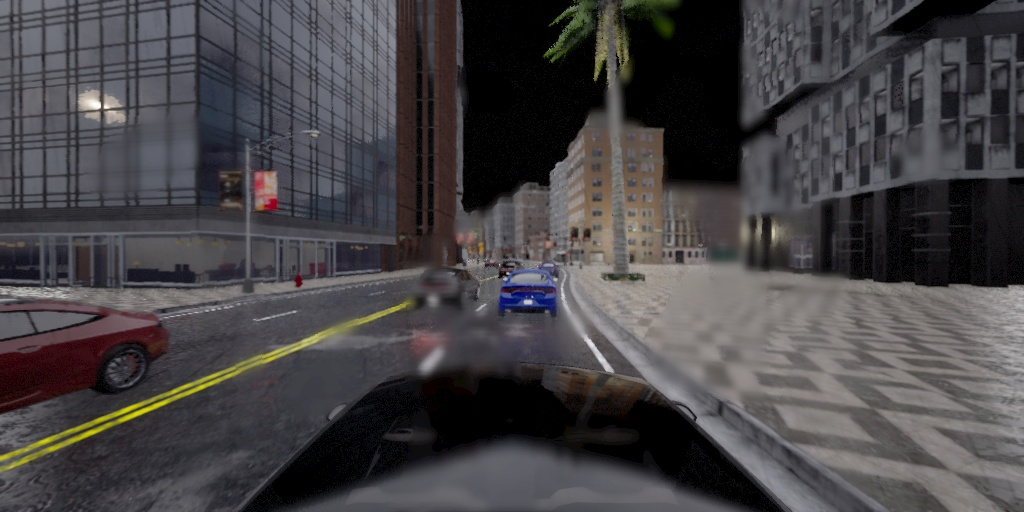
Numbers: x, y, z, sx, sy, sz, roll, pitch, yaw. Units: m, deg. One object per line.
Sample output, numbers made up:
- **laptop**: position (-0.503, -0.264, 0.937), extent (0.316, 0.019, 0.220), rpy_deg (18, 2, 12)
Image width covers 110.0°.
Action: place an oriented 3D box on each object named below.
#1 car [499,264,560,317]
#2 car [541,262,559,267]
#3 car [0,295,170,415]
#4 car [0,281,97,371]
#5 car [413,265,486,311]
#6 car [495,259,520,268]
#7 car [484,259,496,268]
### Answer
- **car**: position (0.671, 1.226, 13.196), extent (1.882, 1.535, 5.008), rpy_deg (0, 0, 4)
- **car**: position (3.398, 1.274, 33.751), extent (1.812, 1.442, 4.674), rpy_deg (0, 0, 9)
- **car**: position (-6.522, 1.262, 3.943), extent (1.812, 1.442, 4.674), rpy_deg (0, 0, 1)
- **car**: position (-9.736, 1.254, 5.267), extent (1.812, 1.442, 4.674), rpy_deg (0, 0, 2)
- **car**: position (-2.477, 1.245, 14.576), extent (1.837, 1.490, 4.892), rpy_deg (0, 0, 4)
- **car**: position (0.009, 1.244, 33.031), extent (1.837, 1.490, 4.892), rpy_deg (0, 0, 9)
- **car**: position (-3.525, 1.197, 60.953), extent (1.882, 1.535, 5.008), rpy_deg (0, 0, 4)
